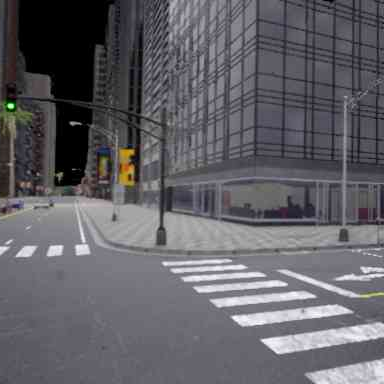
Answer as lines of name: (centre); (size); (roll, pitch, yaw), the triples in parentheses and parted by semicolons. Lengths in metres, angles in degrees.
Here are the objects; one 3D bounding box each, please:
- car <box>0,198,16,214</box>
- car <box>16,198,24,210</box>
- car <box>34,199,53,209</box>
car: (-21.126, 1.420, 36.366); (2.097, 1.767, 4.553); (2, -1, -20)
car: (-24.485, 1.619, 45.932); (1.882, 1.535, 5.008); (2, -1, -19)
car: (-21.717, 1.840, 48.269); (1.895, 1.301, 4.718); (2, -1, -20)
